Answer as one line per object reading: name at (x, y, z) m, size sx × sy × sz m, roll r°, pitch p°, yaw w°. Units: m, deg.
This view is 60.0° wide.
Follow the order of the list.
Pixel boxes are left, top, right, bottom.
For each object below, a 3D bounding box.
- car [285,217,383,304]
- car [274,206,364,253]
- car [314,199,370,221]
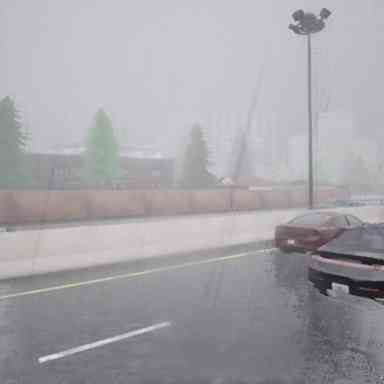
car at (4.520, 1.456, 7.316) m, size 4.902 × 1.511 × 2.128 m, roll 0°, pitch 0°, yaw -38°
car at (5.132, 1.444, 12.211) m, size 5.008 × 1.535 × 1.882 m, roll 0°, pitch 0°, yaw -38°
car at (12.184, 1.404, 26.888) m, size 4.902 × 1.511 × 2.128 m, roll -1°, pitch 0°, yaw -38°
